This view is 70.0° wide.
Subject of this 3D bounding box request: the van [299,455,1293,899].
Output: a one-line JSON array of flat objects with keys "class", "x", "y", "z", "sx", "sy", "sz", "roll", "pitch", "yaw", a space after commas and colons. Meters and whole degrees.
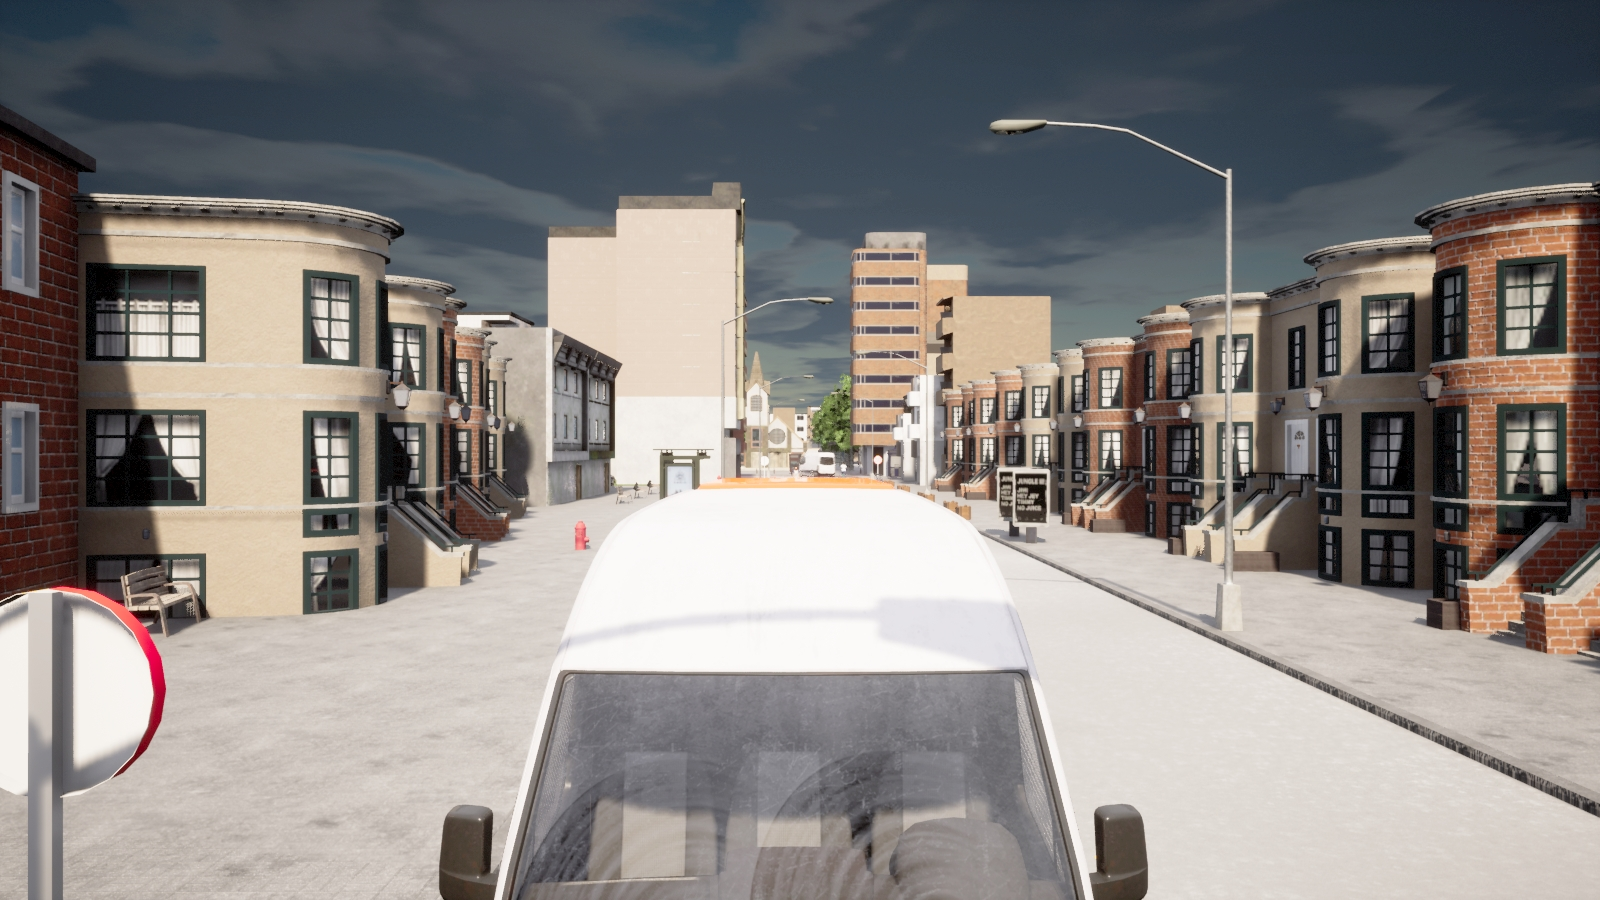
[{"class": "van", "x": -0.019, "y": 1.314, "z": 5.243, "sx": 1.988, "sy": 2.561, "sz": 5.915, "roll": 0, "pitch": 0, "yaw": 0}]
